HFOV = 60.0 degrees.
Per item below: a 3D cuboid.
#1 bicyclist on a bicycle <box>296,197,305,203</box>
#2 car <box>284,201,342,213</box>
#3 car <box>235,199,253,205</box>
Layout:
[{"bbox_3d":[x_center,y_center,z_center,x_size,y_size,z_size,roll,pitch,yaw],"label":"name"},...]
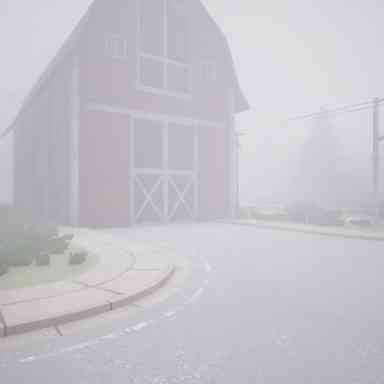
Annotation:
[{"bbox_3d":[13.285,1.322,40.249,1.656,1.620,0.582,46,-25,-24],"label":"bicyclist on a bicycle"},{"bbox_3d":[10.964,1.574,30.625,2.033,1.411,5.357,0,0,-35],"label":"car"},{"bbox_3d":[5.273,1.552,38.881,1.812,1.442,4.674,0,0,-34],"label":"car"}]
